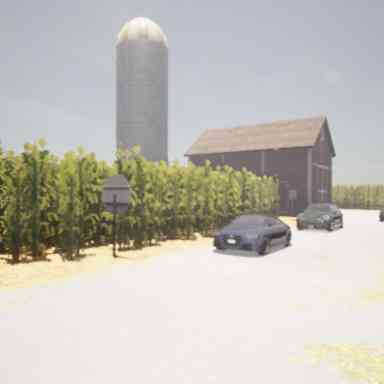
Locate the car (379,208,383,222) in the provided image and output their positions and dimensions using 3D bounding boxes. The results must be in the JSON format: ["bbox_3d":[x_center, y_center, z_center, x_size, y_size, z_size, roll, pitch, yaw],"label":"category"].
[{"bbox_3d":[17.798,1.891,29.421,1.994,1.385,4.181,0,0,35],"label":"car"}]

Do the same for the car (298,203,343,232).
[{"bbox_3d":[8.470,1.556,21.924,2.097,1.767,4.553,0,-1,35],"label":"car"}]

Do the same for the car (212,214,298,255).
[{"bbox_3d":[2.560,1.615,13.585,1.994,1.385,4.181,0,-1,35],"label":"car"}]
